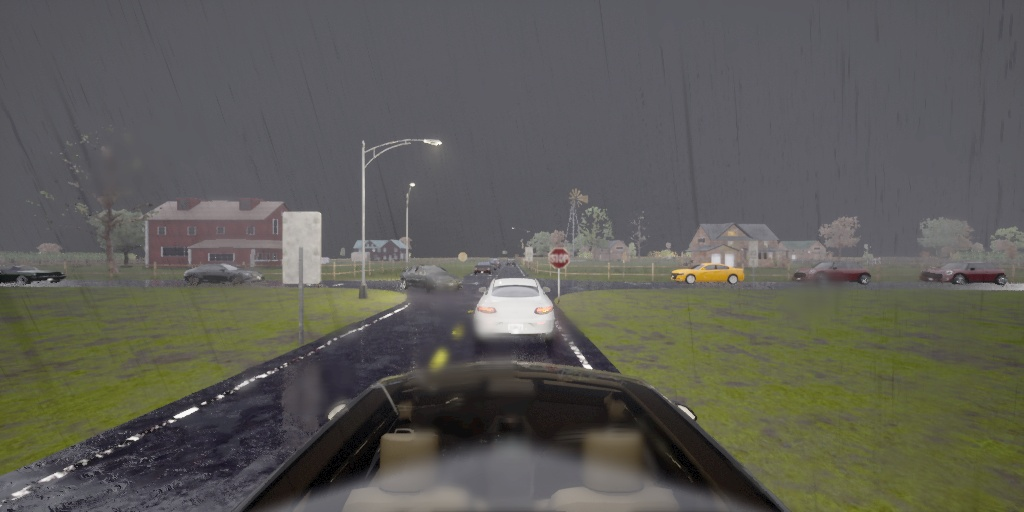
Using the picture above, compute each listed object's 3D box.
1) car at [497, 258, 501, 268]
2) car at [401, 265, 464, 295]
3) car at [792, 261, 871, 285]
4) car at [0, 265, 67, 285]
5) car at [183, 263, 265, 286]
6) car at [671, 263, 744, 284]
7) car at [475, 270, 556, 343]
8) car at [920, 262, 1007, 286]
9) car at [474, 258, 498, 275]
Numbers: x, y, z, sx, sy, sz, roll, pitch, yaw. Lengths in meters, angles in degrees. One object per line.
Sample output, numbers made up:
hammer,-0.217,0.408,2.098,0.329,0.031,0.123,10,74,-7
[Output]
car,-3.013,1.280,49.695,2.033,1.411,5.357,0,0,0
car,-4.521,1.251,19.921,1.837,1.490,4.892,4,-2,-41
car,23.691,1.181,26.728,4.553,1.767,2.097,0,0,0
car,-33.115,1.256,24.002,4.718,1.301,1.895,0,0,0
car,-19.177,1.218,23.946,4.674,1.442,1.812,0,0,0
car,14.515,1.271,26.762,5.008,1.535,1.882,0,0,0
car,0.073,1.274,9.569,1.812,1.442,4.674,0,0,0
car,33.445,1.225,26.679,4.553,1.767,2.097,0,0,0
car,-3.017,1.286,39.621,2.033,1.411,5.357,0,0,1
